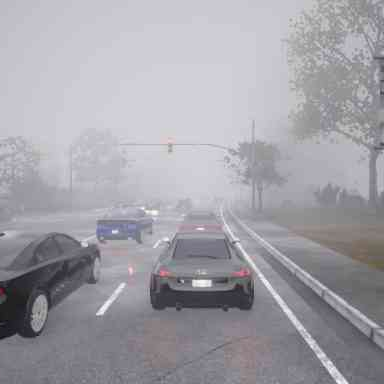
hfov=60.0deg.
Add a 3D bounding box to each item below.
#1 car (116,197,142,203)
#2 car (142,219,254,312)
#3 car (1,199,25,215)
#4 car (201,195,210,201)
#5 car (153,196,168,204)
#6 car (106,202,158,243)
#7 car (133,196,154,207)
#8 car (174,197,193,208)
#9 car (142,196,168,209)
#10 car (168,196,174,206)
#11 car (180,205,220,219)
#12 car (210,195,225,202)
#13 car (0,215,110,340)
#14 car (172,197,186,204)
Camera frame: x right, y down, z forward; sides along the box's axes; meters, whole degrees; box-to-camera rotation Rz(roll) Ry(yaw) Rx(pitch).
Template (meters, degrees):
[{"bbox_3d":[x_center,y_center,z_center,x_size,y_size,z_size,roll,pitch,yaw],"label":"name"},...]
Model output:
[{"bbox_3d":[-8.572,1.491,43.477,2.128,1.511,4.902,0,0,5],"label":"car"},{"bbox_3d":[0.216,1.564,7.818,1.994,1.385,4.181,0,0,1],"label":"car"},{"bbox_3d":[-19.266,1.492,33.308,4.902,1.511,2.128,0,0,6],"label":"car"},{"bbox_3d":[3.479,1.478,81.780,1.882,1.535,5.008,0,0,10],"label":"car"},{"bbox_3d":[-6.102,1.564,65.313,1.994,1.385,4.181,0,0,9],"label":"car"},{"bbox_3d":[-3.068,1.478,16.054,1.882,1.535,5.008,0,0,2],"label":"car"},{"bbox_3d":[-7.667,1.491,52.660,2.128,1.511,4.902,0,0,6],"label":"car"},{"bbox_3d":[-0.980,1.504,46.538,1.837,1.490,4.892,0,0,5],"label":"car"},{"bbox_3d":[-4.960,1.491,44.558,2.128,1.511,4.902,0,0,5],"label":"car"},{"bbox_3d":[-3.909,1.505,54.826,1.837,1.490,4.892,0,0,7],"label":"car"},{"bbox_3d":[0.440,1.564,16.218,1.994,1.385,4.181,0,0,2],"label":"car"},{"bbox_3d":[5.813,1.472,74.296,1.882,1.535,5.008,0,0,9],"label":"car"},{"bbox_3d":[-3.303,1.478,6.655,1.882,1.535,5.008,0,0,1],"label":"car"},{"bbox_3d":[-2.567,1.601,65.397,1.895,1.301,4.718,0,0,8],"label":"car"}]
